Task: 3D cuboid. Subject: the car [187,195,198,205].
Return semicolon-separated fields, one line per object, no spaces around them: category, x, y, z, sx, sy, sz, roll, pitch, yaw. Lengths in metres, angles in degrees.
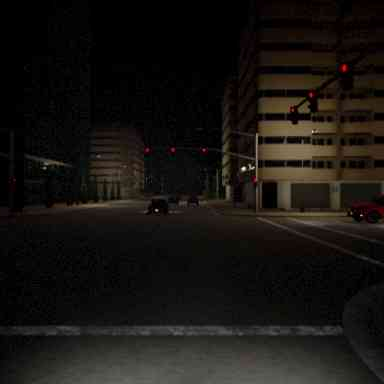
car;0.145;1.499;59.652;1.812;1.442;4.674;0;0;0

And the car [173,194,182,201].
car;-3.420;1.320;80.371;2.097;1.767;4.553;0;0;0

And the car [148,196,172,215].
car;-3.366;1.490;34.174;1.837;1.490;4.892;0;0;0

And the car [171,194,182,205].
car;-3.341;1.451;60.094;1.882;1.535;5.008;0;0;0

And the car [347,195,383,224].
car;14.450;1.211;24.380;5.566;2.045;2.150;0;0;-1

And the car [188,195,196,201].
car;0.080;1.465;80.804;1.837;1.490;4.892;0;0;0
